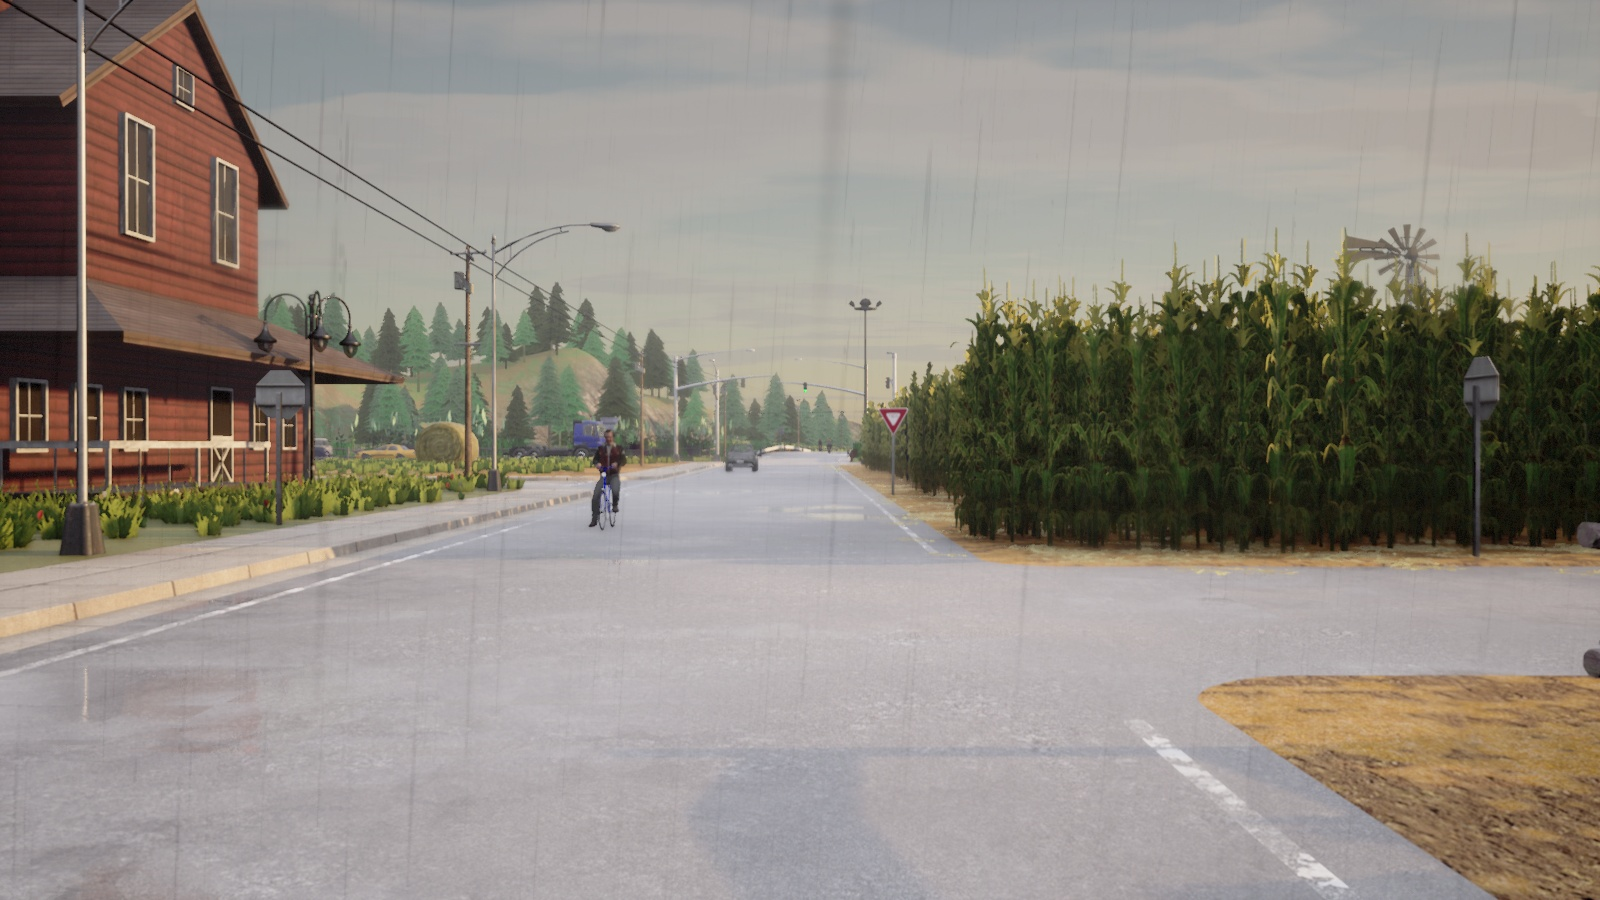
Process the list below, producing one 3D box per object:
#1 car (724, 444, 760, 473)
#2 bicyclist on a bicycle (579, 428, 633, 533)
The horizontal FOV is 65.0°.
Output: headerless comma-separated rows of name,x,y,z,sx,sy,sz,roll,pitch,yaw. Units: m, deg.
car,-3.175,0.436,68.878,1.789,1.549,3.705,0,0,0
bicyclist on a bicycle,-3.386,0.522,22.057,0.659,1.776,1.843,0,-1,0
